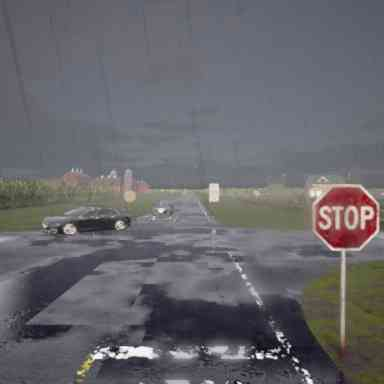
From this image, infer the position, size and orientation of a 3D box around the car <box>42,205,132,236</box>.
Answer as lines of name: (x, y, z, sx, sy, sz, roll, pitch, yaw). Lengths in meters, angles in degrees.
car: (-5.648, 1.514, 18.420, 4.892, 1.490, 1.837, 0, 5, -44)

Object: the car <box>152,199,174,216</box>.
car: (-2.725, 1.477, 32.039, 2.128, 1.511, 4.902, 0, 0, 0)
